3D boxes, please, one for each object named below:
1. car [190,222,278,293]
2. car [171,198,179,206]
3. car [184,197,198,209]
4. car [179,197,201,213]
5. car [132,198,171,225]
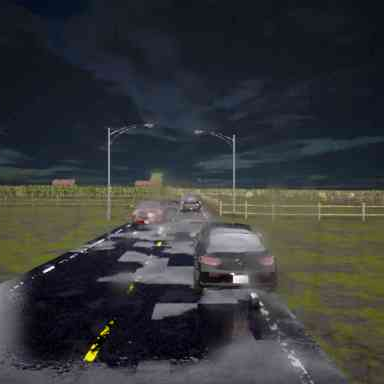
[{"bbox_3d":[0.938,1.526,8.736,1.812,1.442,4.674,0,0,0],"label":"car"},{"bbox_3d":[-2.920,1.588,55.763,1.895,1.301,4.718,0,0,0],"label":"car"},{"bbox_3d":[-0.115,1.469,46.986,1.882,1.535,5.008,0,0,0],"label":"car"},{"bbox_3d":[-0.040,1.486,36.574,2.128,1.511,4.902,0,0,0],"label":"car"},{"bbox_3d":[-2.921,1.350,23.785,2.097,1.767,4.553,0,0,0],"label":"car"}]
